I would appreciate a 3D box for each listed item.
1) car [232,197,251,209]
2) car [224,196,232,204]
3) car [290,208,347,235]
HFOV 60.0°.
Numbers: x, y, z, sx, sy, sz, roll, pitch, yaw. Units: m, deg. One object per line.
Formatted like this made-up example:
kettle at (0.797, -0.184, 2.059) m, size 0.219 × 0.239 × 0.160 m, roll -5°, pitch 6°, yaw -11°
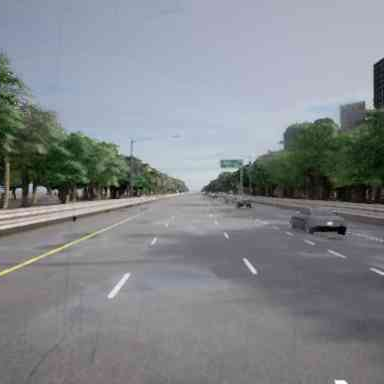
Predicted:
car at (7.127, 1.525, 46.734) m, size 1.837 × 1.490 × 4.892 m, roll 0°, pitch 0°, yaw 0°
car at (7.236, 1.571, 64.399) m, size 2.033 × 1.411 × 5.357 m, roll 0°, pitch 0°, yaw 0°
car at (7.024, 1.574, 18.918) m, size 1.994 × 1.385 × 4.181 m, roll 0°, pitch 0°, yaw 0°
